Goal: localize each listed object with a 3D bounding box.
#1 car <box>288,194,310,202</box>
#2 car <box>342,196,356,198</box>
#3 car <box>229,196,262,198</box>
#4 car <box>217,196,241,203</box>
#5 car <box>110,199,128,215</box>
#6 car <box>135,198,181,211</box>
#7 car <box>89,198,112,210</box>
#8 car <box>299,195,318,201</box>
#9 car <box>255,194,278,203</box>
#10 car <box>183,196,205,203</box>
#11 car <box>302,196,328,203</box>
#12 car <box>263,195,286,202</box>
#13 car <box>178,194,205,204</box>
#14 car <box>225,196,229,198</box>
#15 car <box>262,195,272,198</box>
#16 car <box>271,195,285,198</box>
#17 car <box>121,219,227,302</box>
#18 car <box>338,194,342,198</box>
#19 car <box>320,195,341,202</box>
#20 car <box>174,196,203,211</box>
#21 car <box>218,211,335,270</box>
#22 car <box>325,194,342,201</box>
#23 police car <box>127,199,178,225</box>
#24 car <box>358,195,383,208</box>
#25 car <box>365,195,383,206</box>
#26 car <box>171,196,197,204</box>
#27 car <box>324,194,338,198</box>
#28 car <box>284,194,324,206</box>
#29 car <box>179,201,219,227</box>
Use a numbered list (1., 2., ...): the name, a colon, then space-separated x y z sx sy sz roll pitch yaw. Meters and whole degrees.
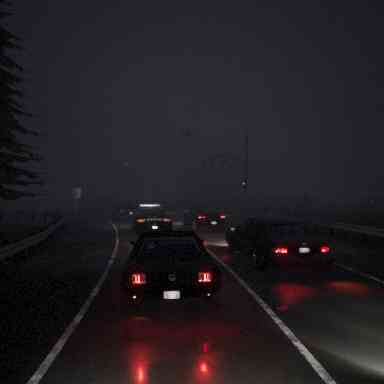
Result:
1. car: 24.278 1.355 75.501 4.553 1.767 2.097 0 0 -21
2. car: 36.425 1.540 73.694 5.357 1.411 2.033 0 0 -31
3. car: 10.142 1.505 62.743 4.892 1.490 1.837 0 0 -20
4. car: 7.797 1.524 69.257 4.674 1.442 1.812 0 0 -21
5. car: -5.896 1.569 34.093 4.181 1.385 1.994 0 0 -21
6. car: -4.302 1.550 42.169 5.357 1.411 2.033 0 0 -21
7. car: -10.940 1.496 43.414 4.902 1.511 2.128 0 0 -21
8. car: 28.406 1.552 81.251 4.181 1.385 1.994 0 0 -27
9. car: 16.221 1.355 72.422 4.553 1.767 2.097 0 0 -21
10. car: 0.331 1.552 70.190 4.181 1.385 1.994 0 0 -21
11. car: 26.909 1.540 72.779 5.357 1.411 2.033 0 0 -23
12. car: 19.140 1.500 77.259 4.892 1.490 1.837 0 0 -21
13. car: -0.060 1.352 62.669 4.553 1.767 2.097 0 0 -22
14. car: 8.974 1.525 66.013 4.674 1.442 1.812 0 0 -20
15. car: 17.804 1.540 69.278 5.357 1.411 2.033 0 0 -21
16. car: 18.669 1.525 65.886 4.674 1.442 1.812 0 0 -20
17. car: -0.601 1.601 8.312 1.895 1.301 4.718 0 0 -6
18. car: 36.141 1.540 77.654 5.357 1.411 2.033 0 0 -31
19. car: 33.397 1.525 80.048 4.902 1.511 2.128 0 0 -31
20. car: -0.607 1.527 39.833 4.674 1.442 1.812 0 0 -21
21. car: 2.542 1.547 11.065 2.033 1.411 5.357 0 0 -8
22. car: 37.004 1.325 86.797 4.553 1.767 2.097 0 0 -35
23. police car: -2.267 1.425 17.776 1.930 1.638 5.238 0 0 -13
24. car: 25.867 1.351 46.028 4.553 1.767 2.097 0 0 -21
25. car: 31.622 1.351 55.762 4.553 1.767 2.097 0 0 -22
26. car: -1.583 1.491 65.810 4.902 1.511 2.128 0 0 -20
27. car: 27.118 1.478 69.089 5.008 1.535 1.882 0 0 -21
28. car: 18.394 1.547 54.439 5.357 1.411 2.033 0 0 -21
29. car: 0.678 1.526 20.467 1.812 1.442 4.674 0 0 -13
